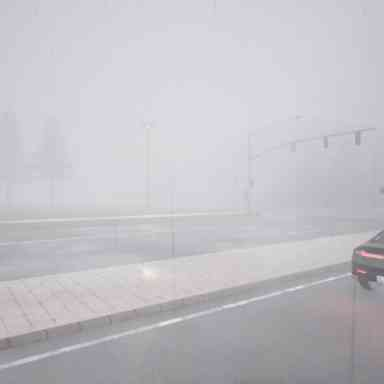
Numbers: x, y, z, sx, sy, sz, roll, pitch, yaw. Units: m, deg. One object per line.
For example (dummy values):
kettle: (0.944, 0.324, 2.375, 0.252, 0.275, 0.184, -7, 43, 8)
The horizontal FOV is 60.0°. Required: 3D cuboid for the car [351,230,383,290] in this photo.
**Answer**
car: (5.684, 1.488, 7.826, 4.902, 1.511, 2.128, 0, 0, -36)
